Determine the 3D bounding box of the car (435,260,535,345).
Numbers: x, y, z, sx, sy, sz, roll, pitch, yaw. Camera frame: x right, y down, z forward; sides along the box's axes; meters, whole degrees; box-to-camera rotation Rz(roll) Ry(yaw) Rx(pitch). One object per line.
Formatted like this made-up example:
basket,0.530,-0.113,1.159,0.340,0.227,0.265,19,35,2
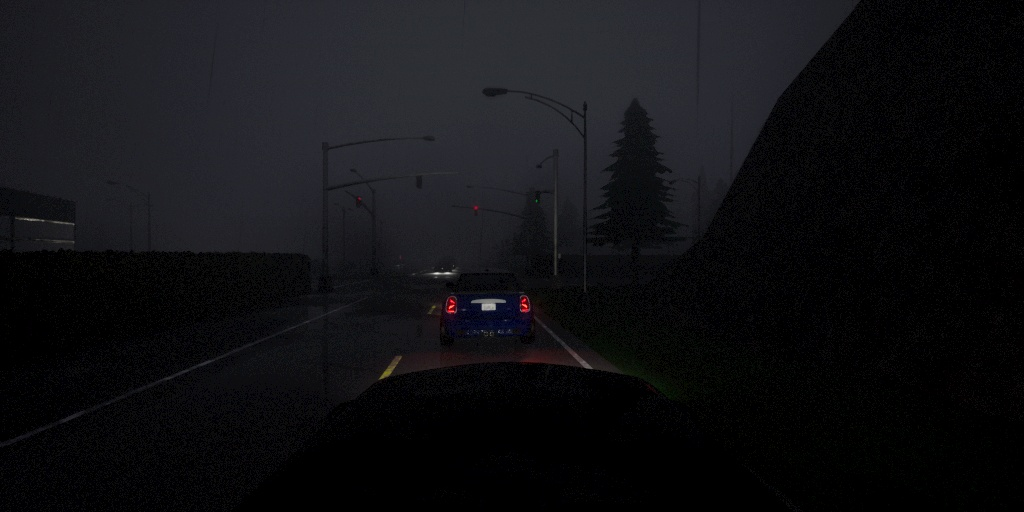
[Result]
car,-0.730,1.102,9.739,2.097,1.767,4.553,0,0,-6

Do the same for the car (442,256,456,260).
car,-9.655,0.969,54.203,2.150,2.045,5.566,0,0,-7

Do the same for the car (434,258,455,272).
car,-8.553,1.314,44.818,1.994,1.385,4.181,0,0,-7
